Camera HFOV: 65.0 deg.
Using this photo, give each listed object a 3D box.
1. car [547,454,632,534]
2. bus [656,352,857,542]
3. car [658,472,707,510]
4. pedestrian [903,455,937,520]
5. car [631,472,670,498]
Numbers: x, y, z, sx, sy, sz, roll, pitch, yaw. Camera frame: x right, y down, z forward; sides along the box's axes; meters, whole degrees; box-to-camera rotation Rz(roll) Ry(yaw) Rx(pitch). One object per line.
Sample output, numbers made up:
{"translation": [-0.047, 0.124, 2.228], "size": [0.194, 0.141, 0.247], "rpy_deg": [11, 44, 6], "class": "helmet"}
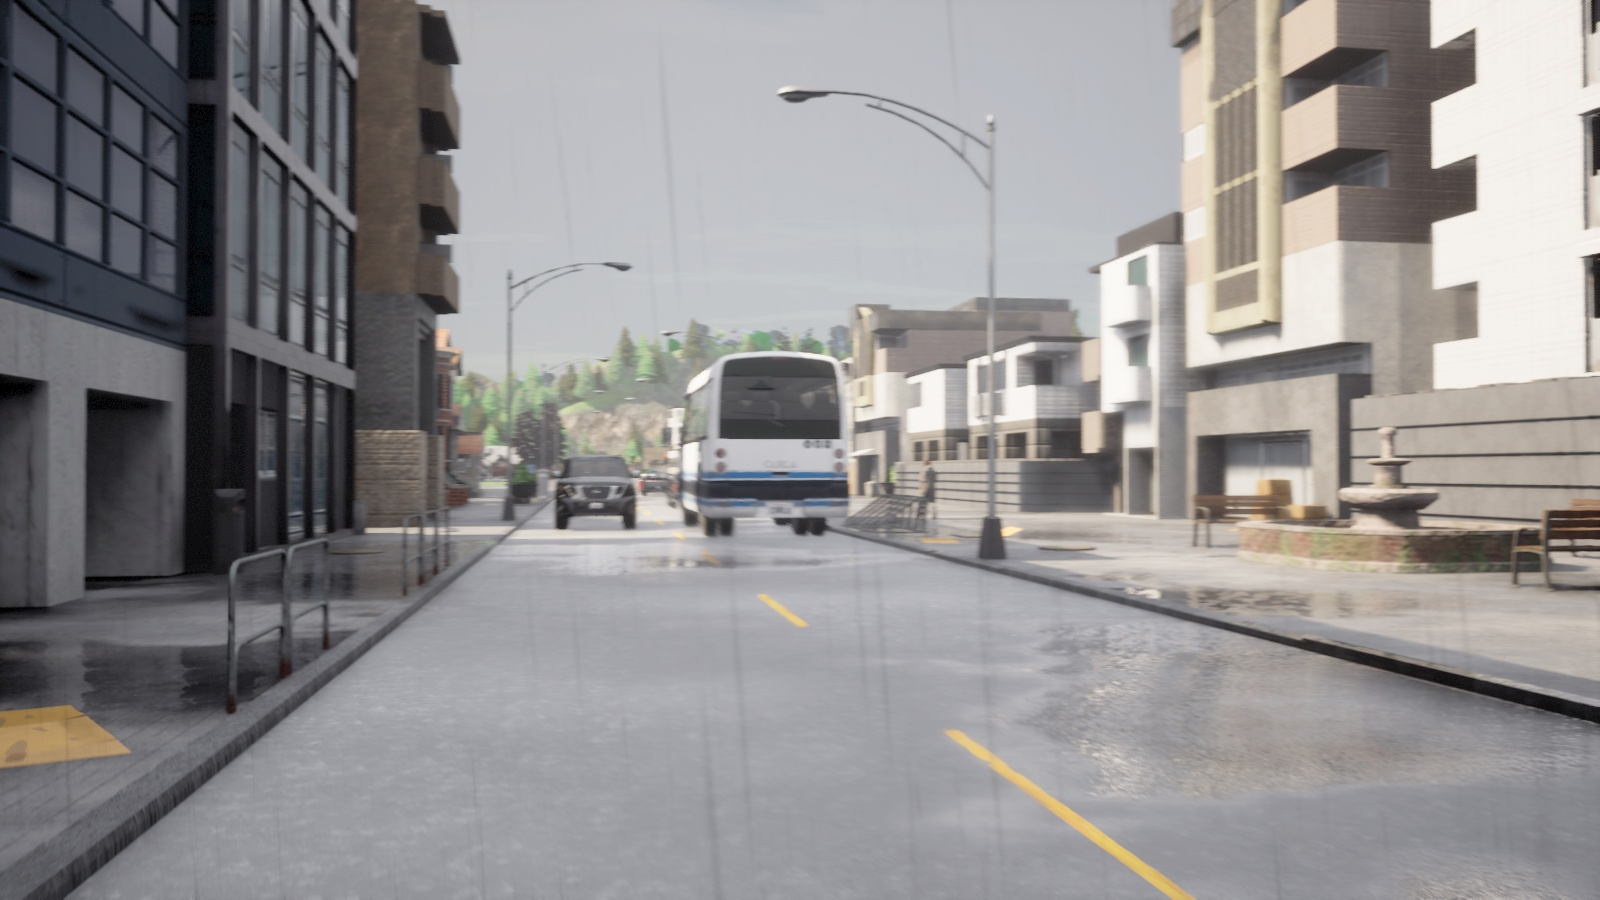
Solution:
{"translation": [-5.879, 1.170, 35.002], "size": [2.150, 2.045, 5.566], "rpy_deg": [0, -1, -10], "class": "car"}
{"translation": [-1.540, 0.014, 33.370], "size": [3.944, 4.253, 10.273], "rpy_deg": [0, -1, -10], "class": "bus"}
{"translation": [-5.049, 1.737, 53.561], "size": [1.789, 1.549, 3.705], "rpy_deg": [0, -1, -10], "class": "car"}
{"translation": [3.684, 1.148, 38.514], "size": [0.659, 1.952, 0.873], "rpy_deg": [0, -1, -27], "class": "pedestrian"}
{"translation": [-9.406, 2.171, 78.579], "size": [2.128, 1.511, 4.902], "rpy_deg": [0, -1, -10], "class": "car"}
